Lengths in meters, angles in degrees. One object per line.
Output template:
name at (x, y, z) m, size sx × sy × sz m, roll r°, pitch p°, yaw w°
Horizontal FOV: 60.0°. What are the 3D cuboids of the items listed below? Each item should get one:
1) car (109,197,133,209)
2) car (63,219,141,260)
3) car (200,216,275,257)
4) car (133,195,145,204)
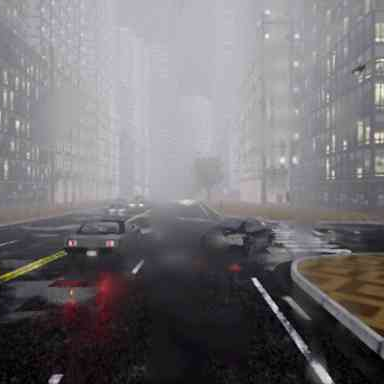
car at (-9.985, 1.540, 45.860) m, size 2.033 × 1.411 × 5.357 m, roll 0°, pitch 0°, yaw 0°
car at (-3.194, 1.683, 12.869) m, size 1.895 × 1.301 × 4.718 m, roll 1°, pitch 0°, yaw 0°
car at (1.993, 1.690, 13.863) m, size 1.994 × 1.385 × 4.181 m, roll 0°, pitch 0°, yaw 28°
car at (-9.979, 1.343, 61.389) m, size 2.097 × 1.767 × 4.553 m, roll 0°, pitch 0°, yaw 0°
